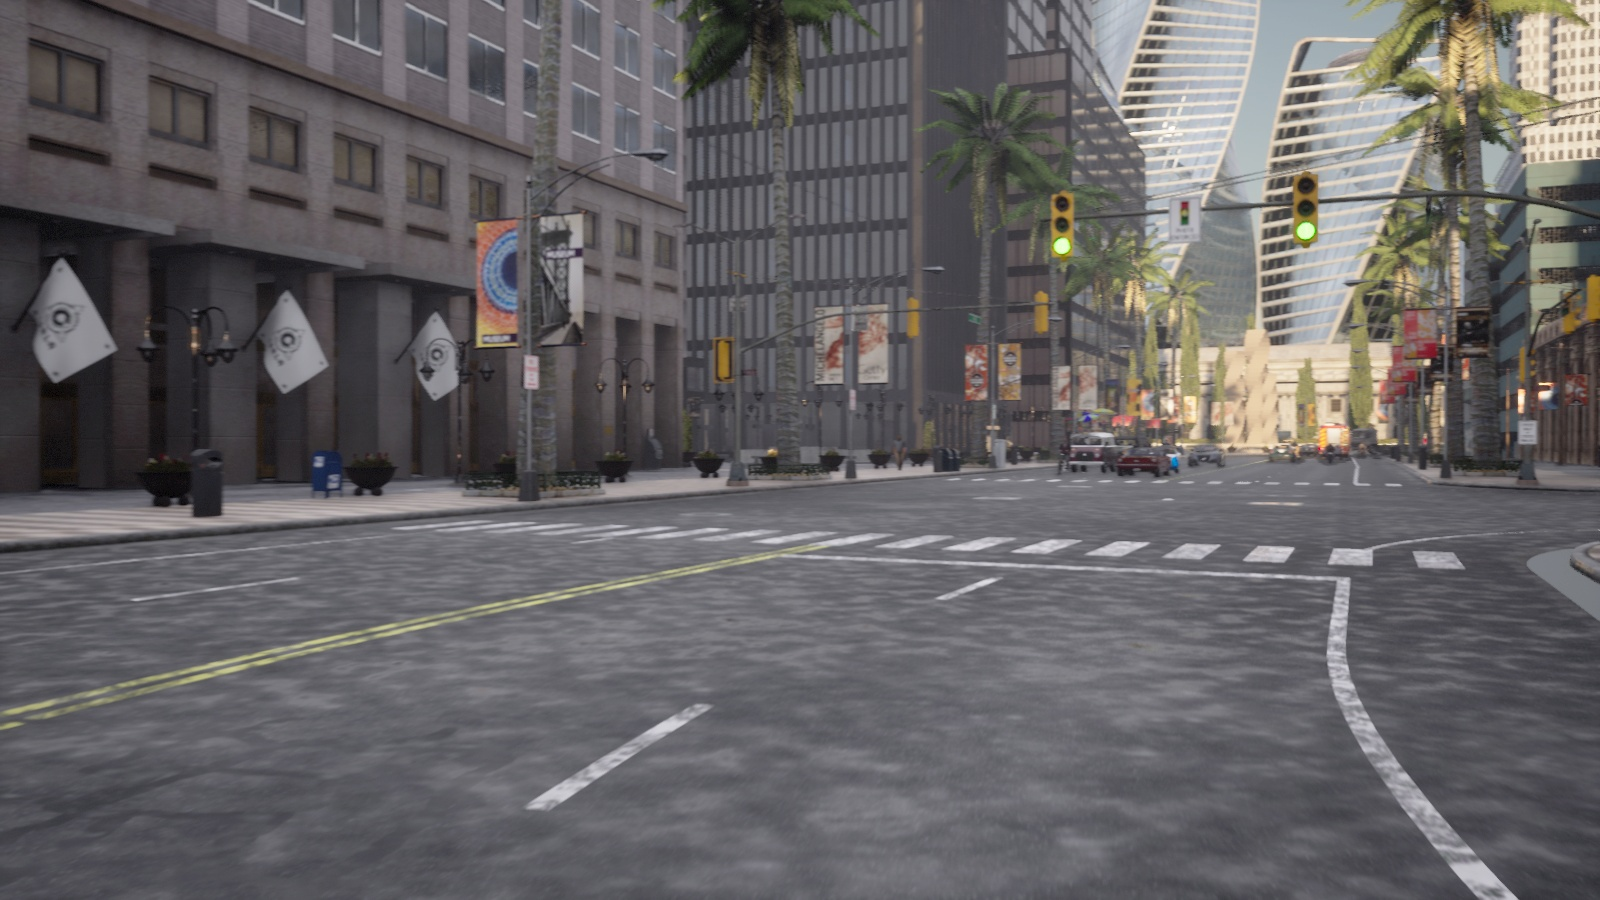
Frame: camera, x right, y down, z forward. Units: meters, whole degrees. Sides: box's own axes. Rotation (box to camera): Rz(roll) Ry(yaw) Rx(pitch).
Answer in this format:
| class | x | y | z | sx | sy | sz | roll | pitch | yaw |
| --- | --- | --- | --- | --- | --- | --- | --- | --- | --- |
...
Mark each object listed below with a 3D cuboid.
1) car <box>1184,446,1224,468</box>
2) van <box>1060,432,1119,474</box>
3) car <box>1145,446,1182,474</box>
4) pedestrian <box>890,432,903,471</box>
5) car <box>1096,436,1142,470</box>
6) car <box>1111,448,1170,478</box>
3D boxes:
| class | x | y | z | sx | sy | sz | roll | pitch | yaw |
| --- | --- | --- | --- | --- | --- | --- | --- | --- | --- |
| car | 25.722 | 0.412 | 79.953 | 1.994 | 1.385 | 4.181 | 0 | 0 | 24 |
| van | 14.786 | 0.139 | 63.954 | 2.069 | 2.038 | 4.480 | 0 | 0 | 24 |
| car | 18.318 | 0.482 | 63.292 | 1.481 | 1.376 | 2.207 | 0 | 0 | 24 |
| pedestrian | 4.562 | 0.076 | 59.422 | 0.540 | 1.848 | 0.694 | 0 | 0 | 7 |
| car | 18.253 | 0.175 | 71.783 | 1.905 | 1.878 | 3.866 | 0 | 0 | 24 |
| car | 15.458 | 0.558 | 56.851 | 1.895 | 1.301 | 4.718 | 0 | 0 | 24 |
